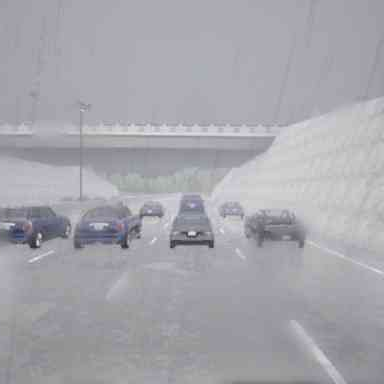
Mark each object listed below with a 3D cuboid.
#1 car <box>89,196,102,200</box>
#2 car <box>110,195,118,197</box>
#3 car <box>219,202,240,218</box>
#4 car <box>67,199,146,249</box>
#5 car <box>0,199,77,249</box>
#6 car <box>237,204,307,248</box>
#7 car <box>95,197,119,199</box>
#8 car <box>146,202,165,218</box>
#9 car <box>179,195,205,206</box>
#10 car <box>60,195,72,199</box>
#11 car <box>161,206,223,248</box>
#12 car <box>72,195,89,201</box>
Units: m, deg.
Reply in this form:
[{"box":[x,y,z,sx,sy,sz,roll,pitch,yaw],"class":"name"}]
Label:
[{"box":[-21.007,1.536,74.549,1.994,1.385,4.181,0,0,0],"class":"car"},{"box":[-17.507,1.509,74.552,2.128,1.511,4.902,0,0,0],"class":"car"},{"box":[3.500,1.561,29.650,2.033,1.411,5.357,0,0,0],"class":"car"},{"box":[-3.500,1.363,14.620,2.097,1.767,4.553,0,0,0],"class":"car"},{"box":[-7.000,1.363,14.620,2.097,1.767,4.553,0,0,0],"class":"car"},{"box":[3.500,1.492,14.650,2.128,1.511,4.902,0,0,0],"class":"car"},{"box":[-7.000,1.482,29.650,1.882,1.535,5.008,0,0,0],"class":"car"},{"box":[-3.500,1.570,29.650,1.994,1.385,4.181,0,0,0],"class":"car"},{"box":[0.000,1.255,29.680,2.150,2.045,5.566,0,0,0],"class":"car"},{"box":[-28.007,1.507,74.541,1.812,1.442,4.674,0,0,0],"class":"car"},{"box":[0.000,1.560,14.650,2.033,1.411,5.357,0,0,0],"class":"car"},{"box":[-24.507,1.461,74.545,1.882,1.535,5.008,0,0,0],"class":"car"}]
